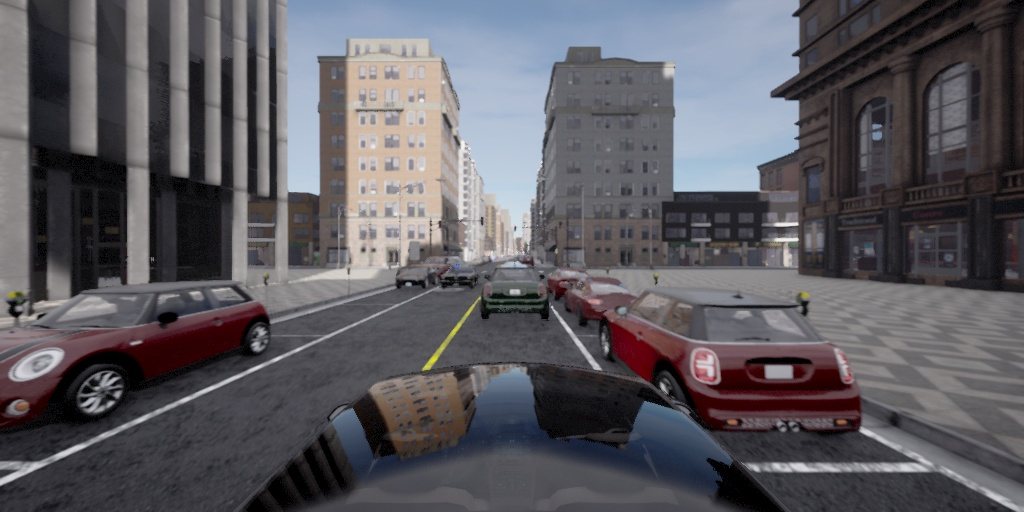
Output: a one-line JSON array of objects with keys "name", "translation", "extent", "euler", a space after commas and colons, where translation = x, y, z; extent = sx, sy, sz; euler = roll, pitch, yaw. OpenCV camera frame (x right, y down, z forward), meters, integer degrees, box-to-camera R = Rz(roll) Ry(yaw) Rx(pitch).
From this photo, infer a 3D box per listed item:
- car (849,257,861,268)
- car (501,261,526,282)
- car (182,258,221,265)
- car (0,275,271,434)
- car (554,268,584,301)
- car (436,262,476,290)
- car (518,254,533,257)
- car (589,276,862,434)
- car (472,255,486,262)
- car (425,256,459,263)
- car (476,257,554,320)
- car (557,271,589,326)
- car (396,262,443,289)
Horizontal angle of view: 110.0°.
[{"name": "car", "translation": [44.243, 0.890, 47.735], "extent": [4.553, 1.767, 2.097], "euler": [0, 0, 1]}, {"name": "car", "translation": [0.095, 1.161, 28.085], "extent": [1.812, 1.442, 4.674], "euler": [0, 0, 0]}, {"name": "car", "translation": [-42.404, 0.991, 49.046], "extent": [4.902, 1.511, 2.128], "euler": [0, 0, 1]}, {"name": "car", "translation": [-5.857, 1.174, 5.554], "extent": [1.967, 1.591, 4.097], "euler": [0, 0, 0]}, {"name": "car", "translation": [2.671, 1.229, 16.806], "extent": [1.888, 1.381, 4.507], "euler": [0, 0, 0]}, {"name": "car", "translation": [-3.090, 1.263, 21.981], "extent": [1.895, 1.301, 4.718], "euler": [0, 0, 0]}, {"name": "car", "translation": [2.680, 0.746, 60.742], "extent": [2.192, 1.841, 5.009], "euler": [0, 0, 0]}, {"name": "car", "translation": [2.668, 1.173, 5.527], "extent": [1.967, 1.591, 4.097], "euler": [0, 0, 0]}, {"name": "car", "translation": [-5.846, 0.956, 60.601], "extent": [1.751, 1.417, 4.829], "euler": [0, 0, 0]}, {"name": "car", "translation": [-5.853, 0.950, 28.113], "extent": [2.192, 1.841, 5.009], "euler": [0, 0, 0]}, {"name": "car", "translation": [0.090, 1.054, 12.549], "extent": [2.097, 1.767, 4.553], "euler": [0, 0, 0]}, {"name": "car", "translation": [2.670, 1.291, 11.167], "extent": [1.802, 1.307, 4.207], "euler": [0, 0, 0]}, {"name": "car", "translation": [-5.854, 1.226, 22.473], "extent": [1.948, 1.339, 4.313], "euler": [0, 0, 0]}]
